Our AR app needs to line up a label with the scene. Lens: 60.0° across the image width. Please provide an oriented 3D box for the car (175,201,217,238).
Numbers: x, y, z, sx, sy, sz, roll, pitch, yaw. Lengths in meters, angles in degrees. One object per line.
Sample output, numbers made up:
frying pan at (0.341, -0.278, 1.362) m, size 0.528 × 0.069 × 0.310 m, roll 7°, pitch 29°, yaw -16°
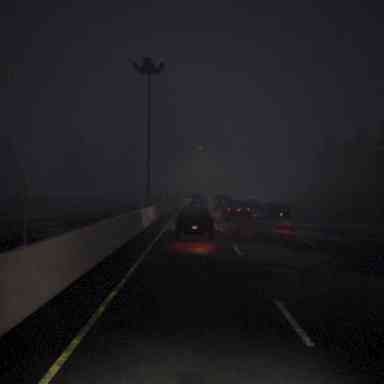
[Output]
car at (0.135, 1.508, 18.040) m, size 1.882 × 1.535 × 5.008 m, roll 0°, pitch 0°, yaw 0°

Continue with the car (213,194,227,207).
car at (3.954, 1.305, 42.991) m, size 2.150 × 2.045 × 5.566 m, roll 0°, pitch 0°, yaw 4°

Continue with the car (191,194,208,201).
car at (1.187, 1.310, 50.387) m, size 2.150 × 2.045 × 5.566 m, roll 0°, pitch 0°, yaw 10°

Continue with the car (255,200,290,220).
car at (7.158, 1.572, 29.096) m, size 1.837 × 1.490 × 4.892 m, roll 0°, pitch 0°, yaw 0°

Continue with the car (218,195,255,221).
car at (3.658, 1.411, 27.993) m, size 2.097 × 1.767 × 4.553 m, roll 0°, pitch 0°, yaw 0°
